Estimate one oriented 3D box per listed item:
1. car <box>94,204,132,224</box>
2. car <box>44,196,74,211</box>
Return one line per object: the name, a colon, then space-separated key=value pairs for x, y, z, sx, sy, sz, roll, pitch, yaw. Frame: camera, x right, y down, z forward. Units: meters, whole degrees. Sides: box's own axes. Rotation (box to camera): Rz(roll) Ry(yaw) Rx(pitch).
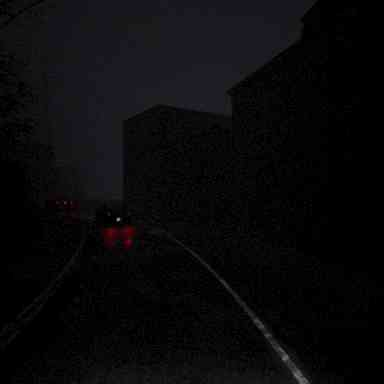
car: x=-5.882 y=1.536 z=24.314 sx=1.895 sy=1.301 sz=4.718 roll=0 pitch=0 yaw=-25
car: x=-15.410 y=1.212 z=38.435 sx=2.097 sy=1.767 sz=4.553 roll=0 pitch=0 yaw=-40
